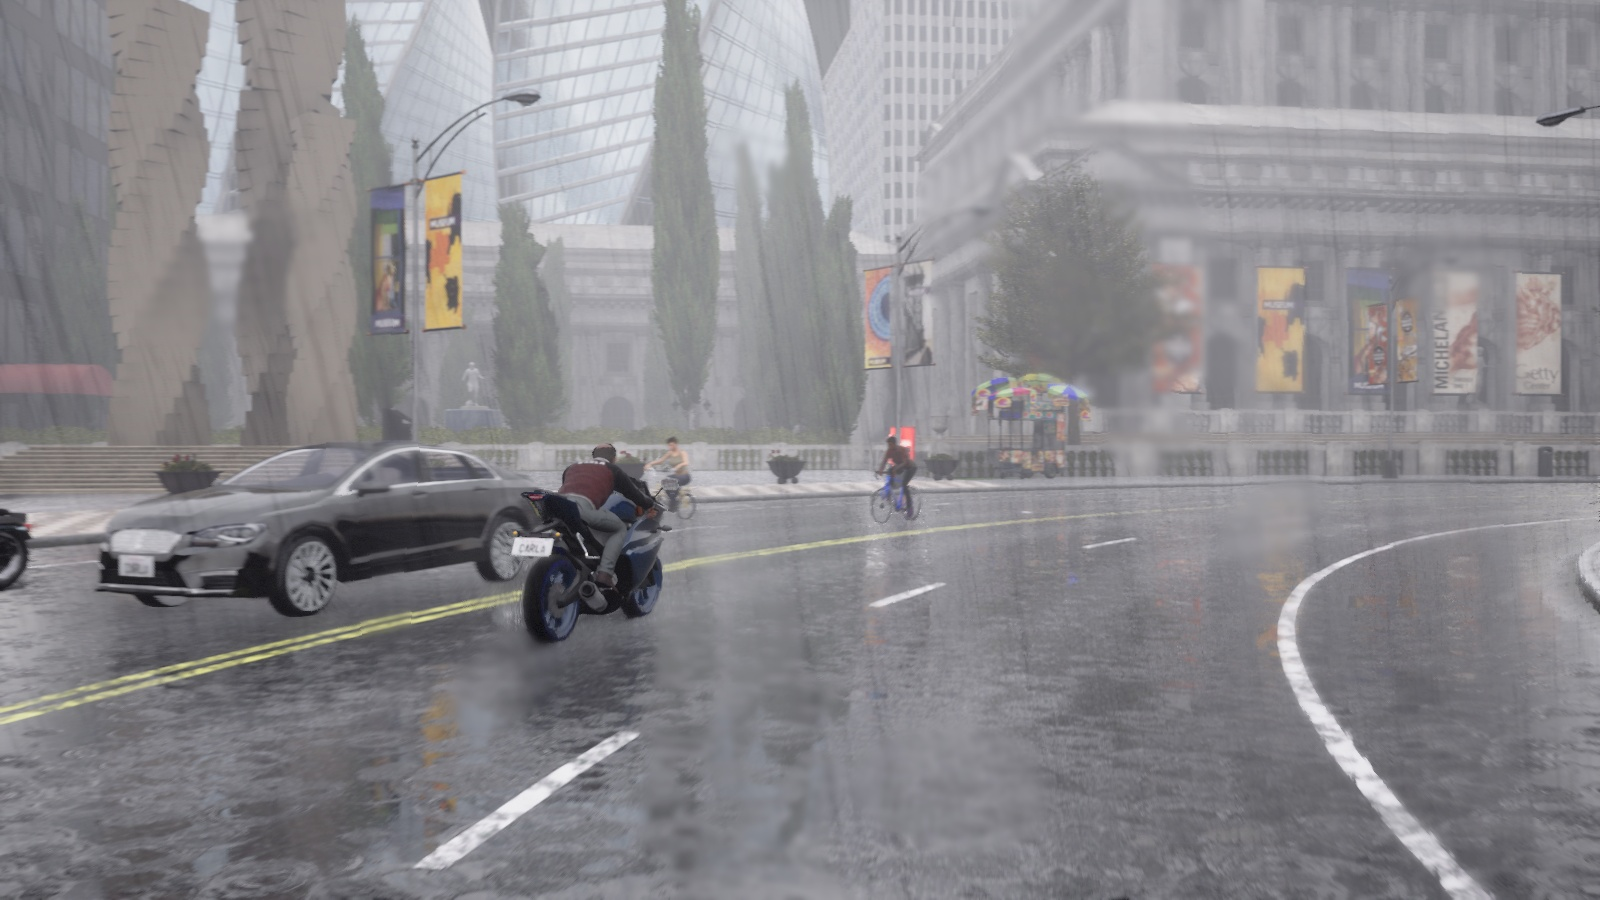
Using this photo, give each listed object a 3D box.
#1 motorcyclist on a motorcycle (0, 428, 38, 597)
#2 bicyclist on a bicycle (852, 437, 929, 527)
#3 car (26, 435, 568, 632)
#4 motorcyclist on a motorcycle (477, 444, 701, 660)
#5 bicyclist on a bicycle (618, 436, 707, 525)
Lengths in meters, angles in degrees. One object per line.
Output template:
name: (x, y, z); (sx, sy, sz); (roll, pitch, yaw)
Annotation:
motorcyclist on a motorcycle: (-8.437, 0.614, 11.700); (0.766, 1.649, 2.350); (0, 1, 19)
bicyclist on a bicycle: (1.706, 0.570, 23.444); (0.582, 1.620, 1.656); (1, 1, 38)
car: (-4.525, 0.624, 12.301); (2.128, 1.511, 4.902); (0, 0, 22)
motorcyclist on a motorcycle: (-1.616, 0.721, 10.098); (0.866, 1.530, 2.191); (1, 0, 17)
bicyclist on a bicycle: (-2.561, 0.545, 23.574); (0.866, 1.612, 1.509); (1, 1, 35)
